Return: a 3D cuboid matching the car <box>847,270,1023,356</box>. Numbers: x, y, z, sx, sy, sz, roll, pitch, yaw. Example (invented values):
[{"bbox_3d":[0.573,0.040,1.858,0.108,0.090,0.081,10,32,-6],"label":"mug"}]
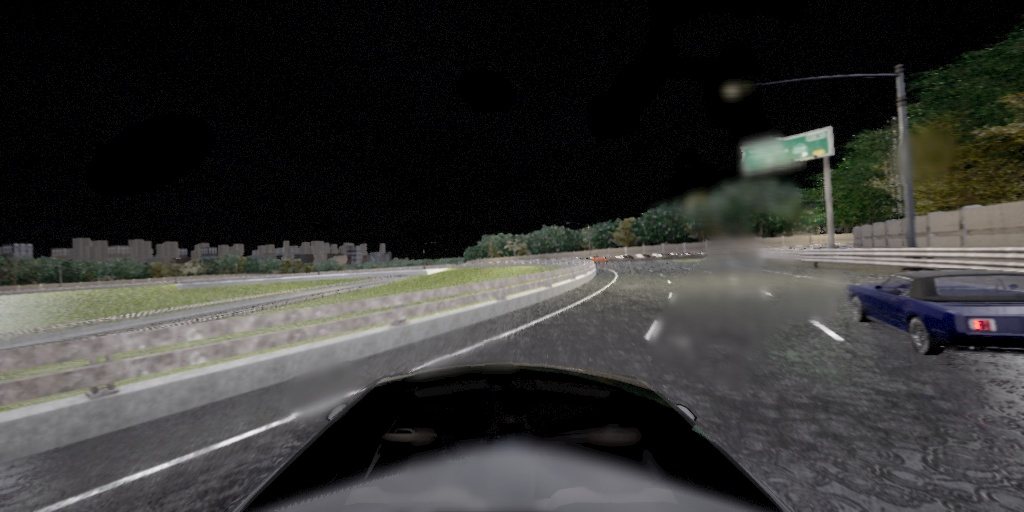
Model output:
[{"bbox_3d":[8.146,0.913,6.689,1.895,1.301,4.718,-4,-1,29],"label":"car"}]
